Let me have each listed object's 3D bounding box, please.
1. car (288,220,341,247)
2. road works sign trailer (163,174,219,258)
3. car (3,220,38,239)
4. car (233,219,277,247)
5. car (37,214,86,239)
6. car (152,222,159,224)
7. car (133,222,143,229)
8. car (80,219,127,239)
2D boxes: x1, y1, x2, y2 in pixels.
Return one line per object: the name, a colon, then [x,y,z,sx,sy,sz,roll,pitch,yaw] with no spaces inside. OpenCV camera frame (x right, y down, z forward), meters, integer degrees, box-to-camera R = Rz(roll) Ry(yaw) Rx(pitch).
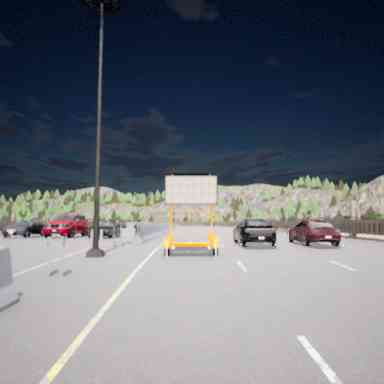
car: [7.051,2.374,19.507,1.812,1.442,4.674,0,-5,0]
road works sign trailer: [-0.038,0.970,14.984,2.380,3.560,2.880,0,-4,0]
car: [-14.169,3.154,28.468,2.128,1.511,4.902,0,-5,0]
car: [3.552,2.331,19.395,2.128,1.511,4.902,0,-5,0]
car: [-10.670,2.889,28.517,2.150,2.045,5.566,0,-6,0]
car: [-7.467,6.938,68.790,1.895,1.301,4.718,0,-5,-2]
car: [-10.923,6.886,68.204,1.895,1.301,4.718,0,-5,-2]
car: [-7.168,3.136,27.673,2.033,1.411,5.357,0,-5,0]
